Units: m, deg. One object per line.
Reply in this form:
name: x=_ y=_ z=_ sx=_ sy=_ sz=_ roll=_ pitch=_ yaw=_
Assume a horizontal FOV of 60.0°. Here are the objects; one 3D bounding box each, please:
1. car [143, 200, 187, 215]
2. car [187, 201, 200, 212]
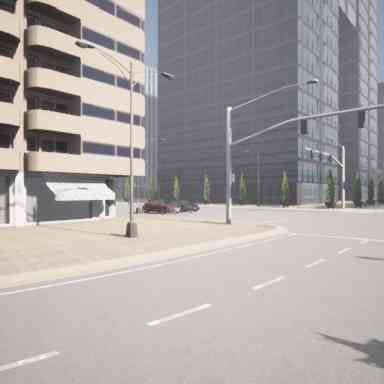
car: x=-3.184 y=1.579 z=34.863 sx=4.674 sy=1.442 sz=1.812 roll=0 pitch=0 yaw=40
car: x=-1.165 y=1.617 z=37.715 sx=4.181 sy=1.385 sz=1.994 roll=0 pitch=0 yaw=41
